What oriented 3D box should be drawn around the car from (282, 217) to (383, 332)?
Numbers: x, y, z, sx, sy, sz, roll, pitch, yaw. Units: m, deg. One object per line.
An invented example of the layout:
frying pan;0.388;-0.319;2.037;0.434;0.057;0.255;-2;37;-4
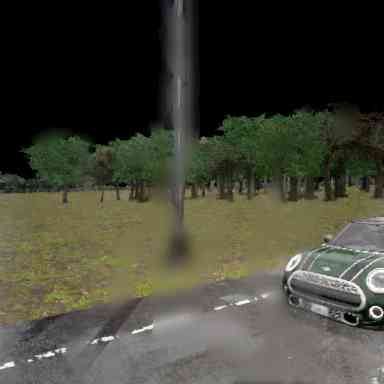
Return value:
car;3.934;1.338;6.798;4.553;1.767;2.097;0;0;-35
